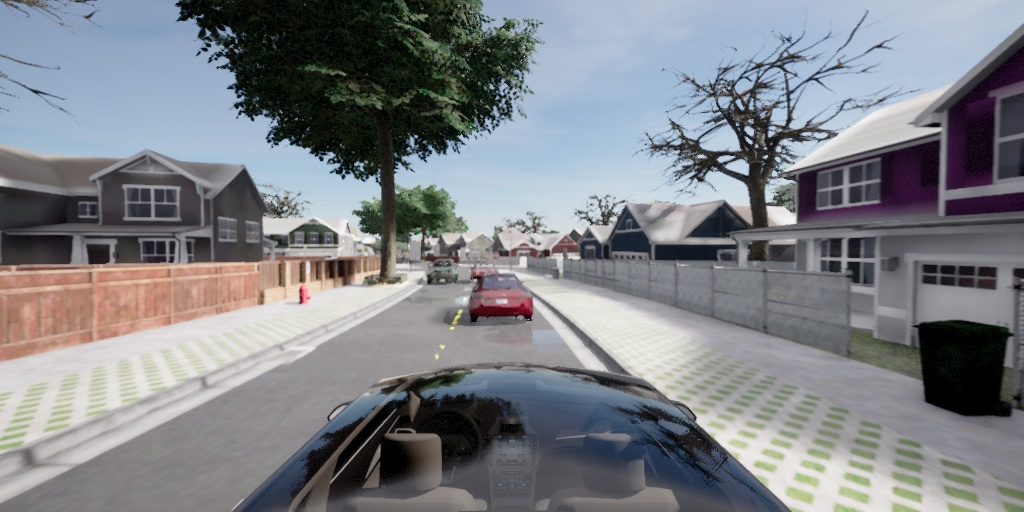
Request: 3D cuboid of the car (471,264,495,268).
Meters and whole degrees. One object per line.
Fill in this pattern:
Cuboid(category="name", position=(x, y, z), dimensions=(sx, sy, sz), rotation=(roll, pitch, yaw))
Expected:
Cuboid(category="car", position=(-2.140, 1.227, 27.086), dimensions=(1.895, 1.301, 4.718), rotation=(0, 0, -9))

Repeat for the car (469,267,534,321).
Cuboid(category="car", position=(-0.428, 1.258, 12.293), dimensions=(1.994, 1.385, 4.181), rotation=(0, 0, -4))

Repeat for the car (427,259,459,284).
Cuboid(category="car", position=(-4.819, 0.999, 25.323), dimensions=(2.097, 1.767, 4.553), rotation=(0, 0, -9))
